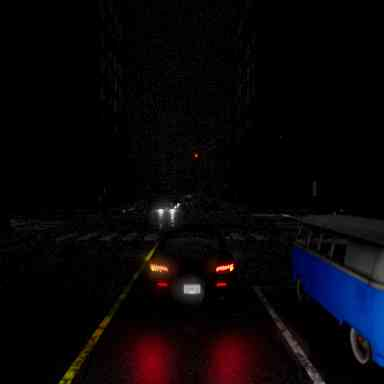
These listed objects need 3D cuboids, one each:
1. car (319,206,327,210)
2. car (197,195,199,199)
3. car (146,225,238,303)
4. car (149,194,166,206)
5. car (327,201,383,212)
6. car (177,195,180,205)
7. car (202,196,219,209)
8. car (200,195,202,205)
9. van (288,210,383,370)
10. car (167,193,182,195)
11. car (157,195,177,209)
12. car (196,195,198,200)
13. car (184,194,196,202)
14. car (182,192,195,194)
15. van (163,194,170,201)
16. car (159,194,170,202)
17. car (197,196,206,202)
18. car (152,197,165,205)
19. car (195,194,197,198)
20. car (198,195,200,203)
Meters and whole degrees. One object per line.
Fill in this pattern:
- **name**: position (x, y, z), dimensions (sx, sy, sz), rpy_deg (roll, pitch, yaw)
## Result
- **car**: position (14.429, 1.604, 32.054), dimensions (4.718, 1.301, 1.895), rpy_deg (0, 0, 2)
- **car**: position (2.441, 1.585, 61.188), dimensions (1.947, 1.339, 4.313), rpy_deg (0, 0, -1)
- **car**: position (0.003, 1.530, 8.101), dimensions (1.812, 1.442, 4.674), rpy_deg (0, 0, 0)
- **car**: position (-6.010, 1.335, 55.549), dimensions (2.192, 1.841, 5.009), rpy_deg (0, 0, -1)
- **car**: position (14.613, 1.535, 28.803), dimensions (4.674, 1.442, 1.812), rpy_deg (0, 0, -3)
- **car**: position (-3.418, 1.584, 54.881), dimensions (1.994, 1.385, 4.181), rpy_deg (0, 0, 0)
- **car**: position (2.661, 1.544, 44.782), dimensions (1.752, 1.417, 4.829), rpy_deg (0, 0, -1)
- **car**: position (2.589, 1.460, 50.137), dimensions (1.967, 1.590, 4.097), rpy_deg (0, 0, -1)
- **van**: position (2.856, 1.344, 5.423), dimensions (1.690, 1.788, 3.998), rpy_deg (0, 0, 0)
- **car**: position (-3.522, 1.544, 66.932), dimensions (1.812, 1.442, 4.674), rpy_deg (0, 0, 0)
- **car**: position (-3.303, 1.524, 45.021), dimensions (1.837, 1.490, 4.892), rpy_deg (0, 0, -1)
- **car**: position (2.367, 1.563, 66.714), dimensions (1.887, 1.381, 4.507), rpy_deg (0, 0, -1)
- **car**: position (-0.591, 1.608, 74.169), dimensions (1.895, 1.301, 4.718), rpy_deg (0, 0, -1)
- **car**: position (-0.724, 1.130, 84.169), dimensions (2.150, 2.045, 5.566), rpy_deg (0, 0, -1)
- **van**: position (-6.378, 1.352, 83.175), dimensions (1.690, 1.788, 3.998), rpy_deg (0, 0, -1)
- **car**: position (-6.306, 1.329, 77.651), dimensions (2.192, 1.841, 5.009), rpy_deg (0, 0, -1)
- **car**: position (2.219, 1.596, 77.764), dimensions (1.802, 1.307, 4.206), rpy_deg (0, 0, -1)
- **car**: position (-6.084, 1.570, 61.075), dimensions (2.008, 1.369, 4.403), rpy_deg (0, 0, -1)
- **car**: position (2.293, 1.567, 72.239), dimensions (2.008, 1.369, 4.403), rpy_deg (0, 0, -1)
- **car**: position (2.515, 1.571, 55.662), dimensions (2.008, 1.369, 4.403), rpy_deg (0, 0, -1)
